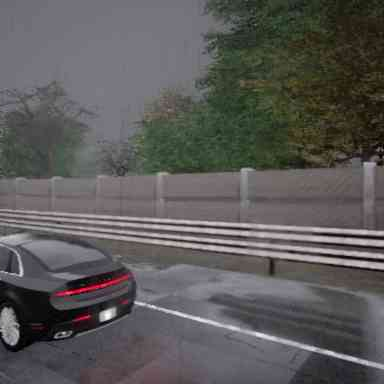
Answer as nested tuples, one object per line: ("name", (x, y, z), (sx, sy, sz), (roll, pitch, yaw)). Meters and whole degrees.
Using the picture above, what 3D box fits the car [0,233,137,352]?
("car", (-3.201, 1.543, 6.277), (4.892, 1.490, 1.837), (0, 0, 36))
